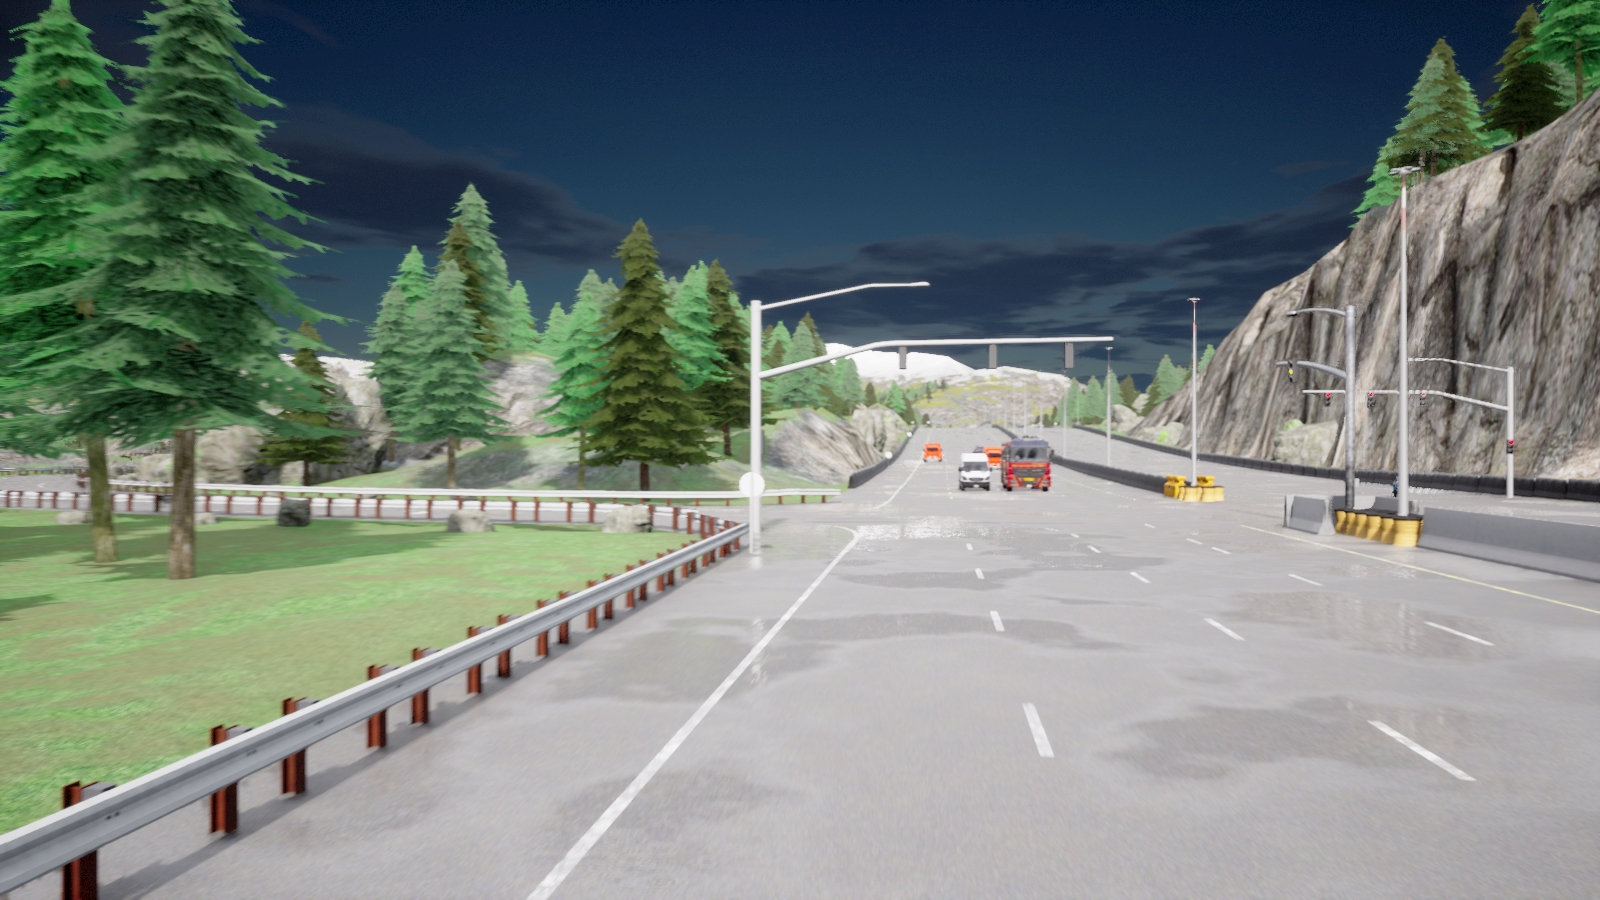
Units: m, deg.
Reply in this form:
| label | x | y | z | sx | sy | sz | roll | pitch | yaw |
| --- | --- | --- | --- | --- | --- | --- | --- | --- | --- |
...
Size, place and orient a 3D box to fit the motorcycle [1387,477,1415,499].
| label | x | y | z | sx | sy | sz | roll | pitch | yaw |
| --- | --- | --- | --- | --- | --- | --- | --- | --- | --- |
| motorcycle | 35.599 | 2.262 | 67.688 | 0.803 | 1.217 | 2.033 | 0 | 0 | 7 |
